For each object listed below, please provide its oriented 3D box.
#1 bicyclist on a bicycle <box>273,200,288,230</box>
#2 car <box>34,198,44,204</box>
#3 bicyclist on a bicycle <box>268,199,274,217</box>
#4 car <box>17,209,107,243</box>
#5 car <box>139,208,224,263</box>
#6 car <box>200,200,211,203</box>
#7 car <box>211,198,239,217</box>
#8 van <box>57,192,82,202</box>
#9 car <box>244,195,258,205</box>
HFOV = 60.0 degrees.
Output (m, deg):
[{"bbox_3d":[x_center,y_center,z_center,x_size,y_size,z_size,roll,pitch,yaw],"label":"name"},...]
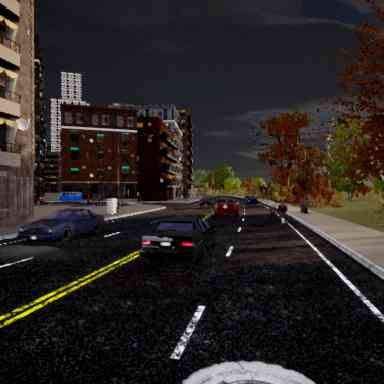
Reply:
[{"bbox_3d":[5.385,1.366,19.848,0.659,1.776,1.843,0,0,11],"label":"bicyclist on a bicycle"},{"bbox_3d":[-23.195,1.112,47.091,4.206,1.307,1.802,1,-1,-21],"label":"car"},{"bbox_3d":[7.175,1.427,29.595,0.866,1.612,1.509,0,0,10],"label":"bicyclist on a bicycle"},{"bbox_3d":[-6.159,1.547,16.610,2.033,1.411,5.357,0,0,11],"label":"car"},{"bbox_3d":[-0.251,1.546,12.017,2.033,1.411,5.357,0,0,11],"label":"car"},{"bbox_3d":[2.170,1.244,44.964,2.033,1.411,5.357,0,0,9],"label":"car"},{"bbox_3d":[3.261,1.344,30.915,2.097,1.767,4.553,0,0,10],"label":"car"},{"bbox_3d":[-20.780,0.889,56.959,3.998,1.788,1.690,1,-1,-21],"label":"van"},{"bbox_3d":[10.924,1.534,60.157,1.994,1.385,4.181,0,0,7],"label":"car"}]
